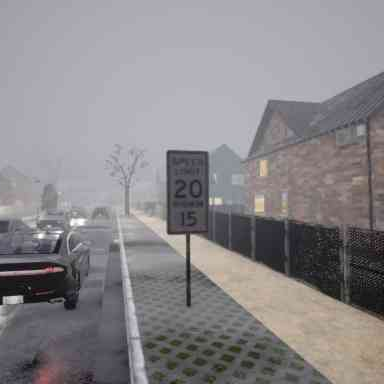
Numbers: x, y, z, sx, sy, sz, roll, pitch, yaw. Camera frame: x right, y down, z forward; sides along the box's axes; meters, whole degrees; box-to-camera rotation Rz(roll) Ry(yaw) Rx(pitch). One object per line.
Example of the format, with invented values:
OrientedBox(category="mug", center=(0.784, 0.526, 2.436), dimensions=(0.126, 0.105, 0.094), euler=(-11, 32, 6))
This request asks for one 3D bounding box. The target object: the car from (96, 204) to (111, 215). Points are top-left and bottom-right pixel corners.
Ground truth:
OrientedBox(category="car", center=(-12.663, 2.457, 47.760), dimensions=(1.882, 1.535, 5.008), euler=(0, -1, -13))

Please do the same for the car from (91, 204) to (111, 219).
OrientedBox(category="car", center=(-10.315, 2.260, 37.739), dimensions=(1.837, 1.490, 4.892), euler=(0, -1, -13))

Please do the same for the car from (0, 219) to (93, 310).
OrientedBox(category="car", center=(-3.509, 1.626, 7.893), dimensions=(2.128, 1.511, 4.902), euler=(0, -1, -13))

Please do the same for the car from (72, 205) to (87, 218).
OrientedBox(category="car", center=(-13.683, 2.305, 39.819), dimensions=(2.128, 1.511, 4.902), euler=(0, -1, -13))

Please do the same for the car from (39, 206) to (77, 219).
OrientedBox(category="car", center=(-10.507, 2.055, 25.653), dimensions=(2.033, 1.411, 5.357), euler=(0, -1, -13))

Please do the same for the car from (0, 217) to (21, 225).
OrientedBox(category="car", center=(-7.546, 1.747, 12.743), dimensions=(1.837, 1.490, 4.892), euler=(0, -1, -13))
